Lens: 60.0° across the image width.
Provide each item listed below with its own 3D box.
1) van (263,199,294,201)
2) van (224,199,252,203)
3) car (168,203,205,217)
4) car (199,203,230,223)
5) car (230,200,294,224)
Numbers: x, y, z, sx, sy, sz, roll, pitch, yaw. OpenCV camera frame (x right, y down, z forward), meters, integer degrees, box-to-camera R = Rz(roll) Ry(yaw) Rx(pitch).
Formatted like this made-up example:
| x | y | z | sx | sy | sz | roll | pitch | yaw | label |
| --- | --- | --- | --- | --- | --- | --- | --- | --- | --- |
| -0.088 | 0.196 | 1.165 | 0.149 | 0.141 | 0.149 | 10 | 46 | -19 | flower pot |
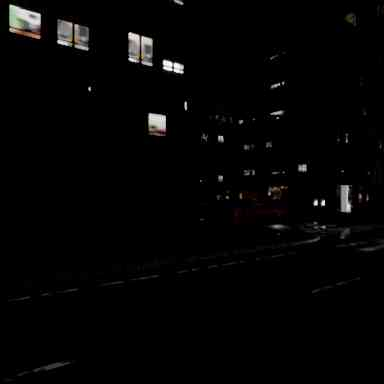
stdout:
| x | y | z | sx | sy | sz | roll | pitch | yaw | label |
| --- | --- | --- | --- | --- | --- | --- | --- | --- | --- |
| 8.550 | 1.590 | 33.570 | 1.690 | 1.788 | 3.998 | -1 | 0 | -36 | van |
| 5.237 | 1.664 | 38.088 | 1.690 | 1.788 | 3.998 | -1 | 0 | -36 | van |
| -0.652 | 1.938 | 36.359 | 1.994 | 1.385 | 4.181 | 0 | -1 | -36 | car |
| 1.807 | 1.866 | 28.657 | 1.802 | 1.307 | 4.206 | -1 | 0 | -36 | car |
| 5.768 | 1.709 | 27.590 | 1.882 | 1.535 | 5.008 | 0 | -1 | -36 | car |
